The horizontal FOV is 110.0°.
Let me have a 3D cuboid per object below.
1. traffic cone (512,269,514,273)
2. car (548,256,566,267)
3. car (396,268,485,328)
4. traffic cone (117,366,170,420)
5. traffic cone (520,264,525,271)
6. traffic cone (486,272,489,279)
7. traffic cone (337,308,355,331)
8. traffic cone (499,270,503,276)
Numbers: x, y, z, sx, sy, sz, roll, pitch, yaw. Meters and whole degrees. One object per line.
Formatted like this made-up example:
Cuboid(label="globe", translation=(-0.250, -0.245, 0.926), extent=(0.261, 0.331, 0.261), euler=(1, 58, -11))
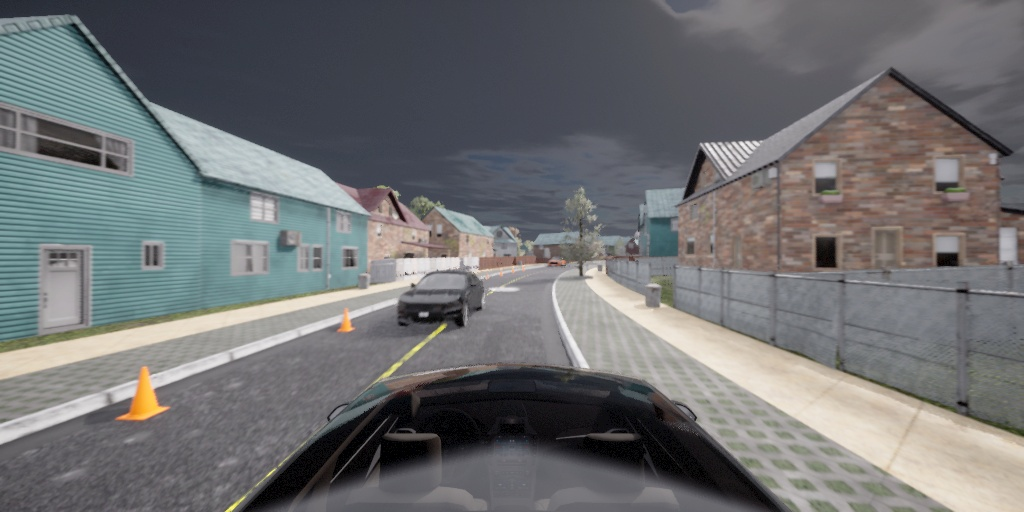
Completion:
Cuboid(label="traffic cone", translation=(0.119, 1.578, 39.667), extent=(0.340, 0.580, 0.340), euler=(0, 0, 14))
Cuboid(label="car", translation=(7.345, 0.852, 58.527), extent=(2.097, 1.767, 4.553), euler=(0, 1, 20))
Cuboid(label="car", translation=(-2.058, 1.202, 11.577), extent=(1.882, 1.535, 5.008), euler=(0, 0, 4))
Cuboid(label="traffic cone", translation=(-4.617, 1.686, 4.503), extent=(0.340, 0.580, 0.340), euler=(0, 0, 1))
Cuboid(label="traffic cone", translation=(1.435, 1.552, 44.573), extent=(0.340, 0.580, 0.340), euler=(0, 0, 16))
Cuboid(label="traffic cone", translation=(-2.040, 1.621, 29.742), extent=(0.340, 0.580, 0.340), euler=(0, 0, 10))
Cuboid(label="traffic cone", translation=(-4.426, 1.678, 9.577), extent=(0.340, 0.580, 0.340), euler=(0, 0, 3))
Cuboid(label="traffic cone", translation=(-1.040, 1.601, 34.722), extent=(0.340, 0.580, 0.340), euler=(0, 0, 12))
